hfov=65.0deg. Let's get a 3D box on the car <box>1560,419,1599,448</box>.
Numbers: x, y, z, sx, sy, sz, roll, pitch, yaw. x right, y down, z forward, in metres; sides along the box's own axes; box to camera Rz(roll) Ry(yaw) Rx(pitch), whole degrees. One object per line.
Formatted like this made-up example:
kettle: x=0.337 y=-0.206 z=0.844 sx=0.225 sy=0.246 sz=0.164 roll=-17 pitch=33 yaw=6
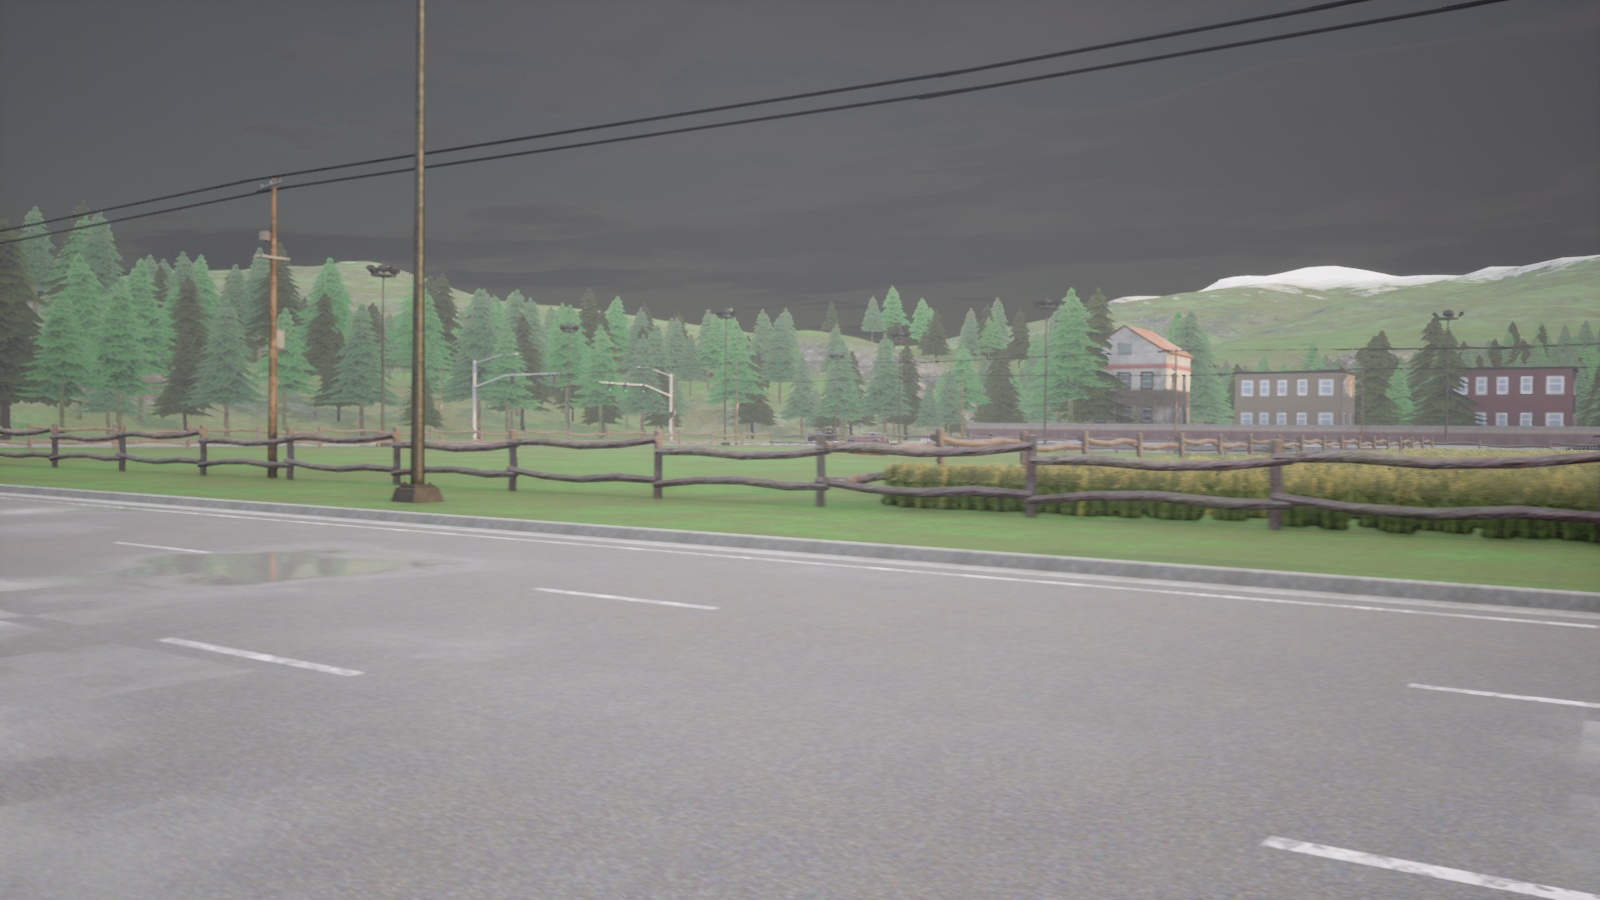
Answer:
car: x=51.470 y=-1.053 z=81.236 sx=3.866 sy=1.878 sz=1.905 roll=0 pitch=1 yaw=34
